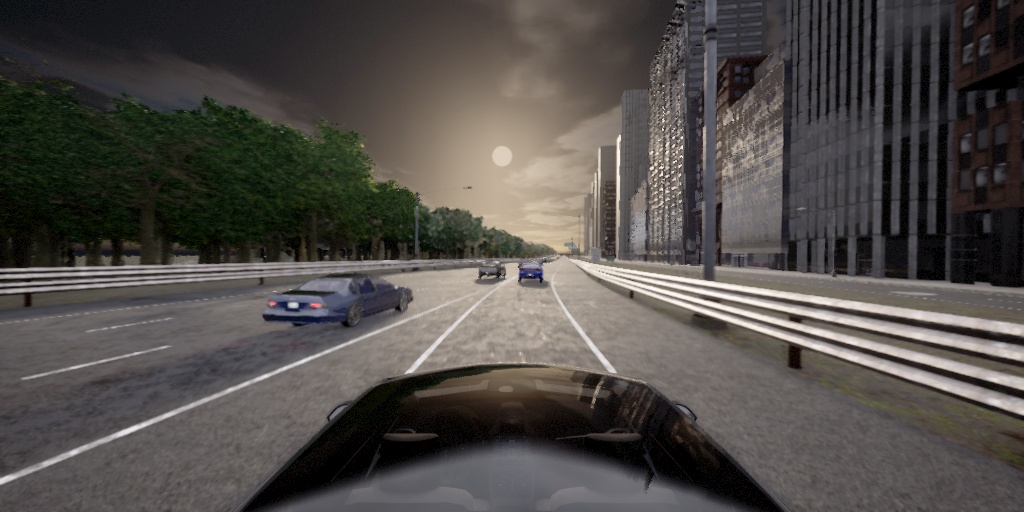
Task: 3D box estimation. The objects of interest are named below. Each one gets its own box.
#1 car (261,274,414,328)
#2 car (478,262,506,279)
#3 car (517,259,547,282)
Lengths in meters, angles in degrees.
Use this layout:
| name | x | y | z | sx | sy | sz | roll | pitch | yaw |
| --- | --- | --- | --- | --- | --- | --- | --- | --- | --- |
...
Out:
| name | x | y | z | sx | sy | sz | roll | pitch | yaw |
| --- | --- | --- | --- | --- | --- | --- | --- | --- | --- |
| car | -4.972 | 1.254 | 11.228 | 2.033 | 1.411 | 5.357 | 1 | 0 | 9 |
| car | -1.729 | 1.259 | 32.662 | 2.128 | 1.511 | 4.902 | 1 | 0 | 9 |
| car | 1.670 | 1.275 | 29.929 | 1.882 | 1.535 | 5.008 | 0 | 0 | 7 |
